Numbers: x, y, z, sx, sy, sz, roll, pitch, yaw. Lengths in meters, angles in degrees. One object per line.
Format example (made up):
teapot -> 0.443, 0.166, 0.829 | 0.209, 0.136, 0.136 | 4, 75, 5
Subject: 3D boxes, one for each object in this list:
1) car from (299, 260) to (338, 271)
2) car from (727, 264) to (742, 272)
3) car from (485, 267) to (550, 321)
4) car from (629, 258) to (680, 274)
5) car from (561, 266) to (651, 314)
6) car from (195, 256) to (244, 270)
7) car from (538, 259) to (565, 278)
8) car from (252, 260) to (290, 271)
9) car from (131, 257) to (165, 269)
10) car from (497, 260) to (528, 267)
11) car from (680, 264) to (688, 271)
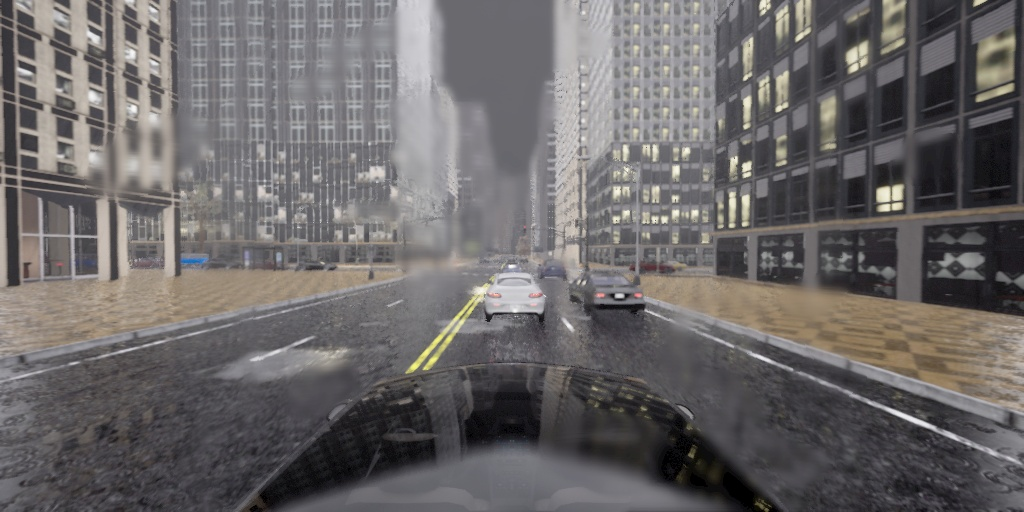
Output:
car -> -22.772, 1.131, 42.080 | 4.313, 1.339, 1.948 | 0, 0, 1
car -> 27.603, 1.521, 41.409 | 4.829, 1.417, 1.751 | 0, 0, 1
car -> 0.089, 1.262, 12.270 | 1.812, 1.442, 4.674 | 0, 0, 0
car -> 16.154, 1.214, 41.594 | 5.009, 1.841, 2.192 | 0, 0, 1
car -> 3.342, 1.280, 13.637 | 2.033, 1.411, 5.357 | 0, 0, 0
car -> -34.137, 1.030, 42.374 | 4.313, 1.339, 1.948 | 0, 0, 1
car -> 3.322, 1.057, 29.909 | 2.097, 1.767, 4.553 | 0, 0, 0
car -> -28.456, 1.097, 42.207 | 4.207, 1.307, 1.802 | 0, 0, 1
car -> -45.327, 0.881, 45.275 | 4.181, 1.385, 1.994 | 1, 1, 2
car -> 0.075, 1.255, 28.500 | 2.033, 1.411, 5.357 | 0, 0, 0
car -> 21.756, 1.328, 49.885 | 4.829, 1.417, 1.751 | 0, 0, 1
